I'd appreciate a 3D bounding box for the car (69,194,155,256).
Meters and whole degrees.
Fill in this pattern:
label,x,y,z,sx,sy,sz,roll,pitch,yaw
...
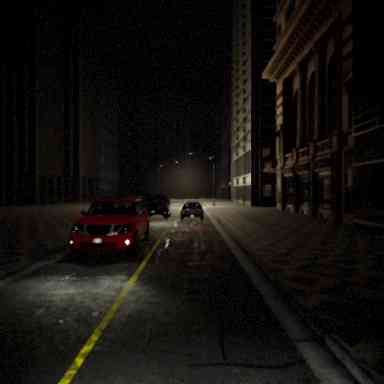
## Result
label,x,y,z,sx,sy,sz,roll,pitch,yaw
car,-3.010,1.203,13.372,2.150,2.045,5.566,0,0,0

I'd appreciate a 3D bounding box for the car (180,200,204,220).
label,x,y,z,sx,sy,sz,roll,pitch,yaw
car,0.027,1.562,27.560,1.895,1.301,4.718,0,0,1

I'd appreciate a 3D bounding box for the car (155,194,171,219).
label,x,y,z,sx,sy,sz,roll,pitch,yaw
car,-3.017,1.184,28.662,2.150,2.045,5.566,0,0,0
